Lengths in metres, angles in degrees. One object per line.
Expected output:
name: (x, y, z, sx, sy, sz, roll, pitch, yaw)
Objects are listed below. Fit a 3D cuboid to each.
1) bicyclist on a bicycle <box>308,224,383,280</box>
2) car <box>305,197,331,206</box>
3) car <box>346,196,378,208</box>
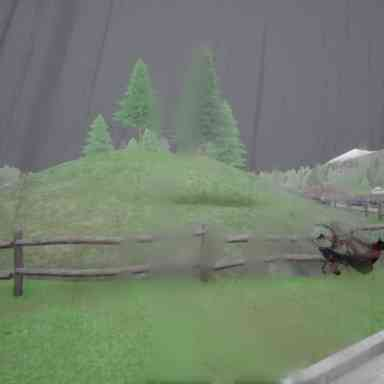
bicyclist on a bicycle: (3.628, 1.426, 7.707, 1.620, 1.656, 0.582, -17, 10, 46)
car: (20.038, 1.505, 53.071, 1.837, 1.490, 4.892, 0, 0, -15)
car: (24.803, 1.352, 48.724, 2.097, 1.767, 4.553, 0, 0, -16)
